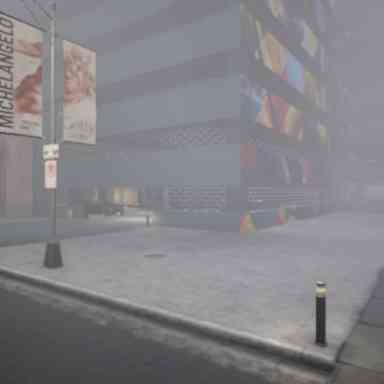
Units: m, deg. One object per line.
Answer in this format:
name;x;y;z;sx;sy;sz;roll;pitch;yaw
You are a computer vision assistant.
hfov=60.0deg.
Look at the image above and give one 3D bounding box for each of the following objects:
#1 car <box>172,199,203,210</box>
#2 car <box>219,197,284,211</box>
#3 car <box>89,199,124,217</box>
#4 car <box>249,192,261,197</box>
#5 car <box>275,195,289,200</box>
car;-0.995;1.445;38.276;4.718;1.301;1.895;0;0;35
car;4.259;1.312;25.346;4.674;1.452;2.002;0;0;35
car;-8.065;1.394;29.069;4.786;1.482;2.161;0;0;35
car;9.060;1.012;53.825;5.566;2.045;2.435;0;0;35
car;23.133;1.462;86.636;4.892;1.521;2.231;0;0;35
